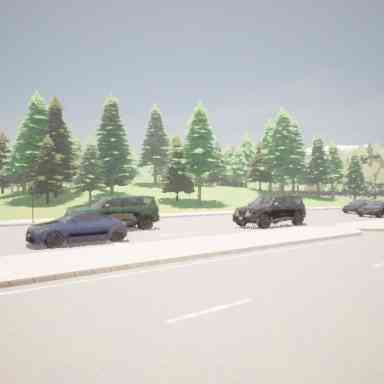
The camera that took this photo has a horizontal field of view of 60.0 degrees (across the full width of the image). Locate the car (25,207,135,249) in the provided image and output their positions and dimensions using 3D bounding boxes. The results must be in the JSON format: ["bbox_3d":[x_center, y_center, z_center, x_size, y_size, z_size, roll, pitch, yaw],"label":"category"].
[{"bbox_3d":[-4.959,1.564,14.598,4.181,1.385,1.994,0,0,-36],"label":"car"}]

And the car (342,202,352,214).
[{"bbox_3d":[17.617,1.526,34.694,4.674,1.442,1.812,0,0,-34],"label":"car"}]

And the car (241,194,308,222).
[{"bbox_3d":[6.794,1.219,27.209,5.566,2.045,2.150,0,0,-34],"label":"car"}]

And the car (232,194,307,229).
[{"bbox_3d":[5.197,1.216,21.866,5.566,2.045,2.150,-1,1,-36],"label":"car"}]

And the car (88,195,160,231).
[{"bbox_3d":[-4.524,1.221,19.236,5.566,2.045,2.150,0,0,-36],"label":"car"}]

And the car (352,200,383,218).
[{"bbox_3d":[16.783,1.526,29.861,4.674,1.442,1.812,0,0,-34],"label":"car"}]
